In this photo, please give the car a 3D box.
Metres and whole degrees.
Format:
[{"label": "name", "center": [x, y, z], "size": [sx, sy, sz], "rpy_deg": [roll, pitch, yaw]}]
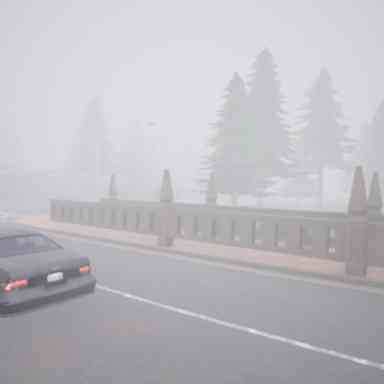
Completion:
[{"label": "car", "center": [-4.323, 1.400, 7.033], "size": [5.357, 1.411, 2.033], "rpy_deg": [2, 1, 36]}]
